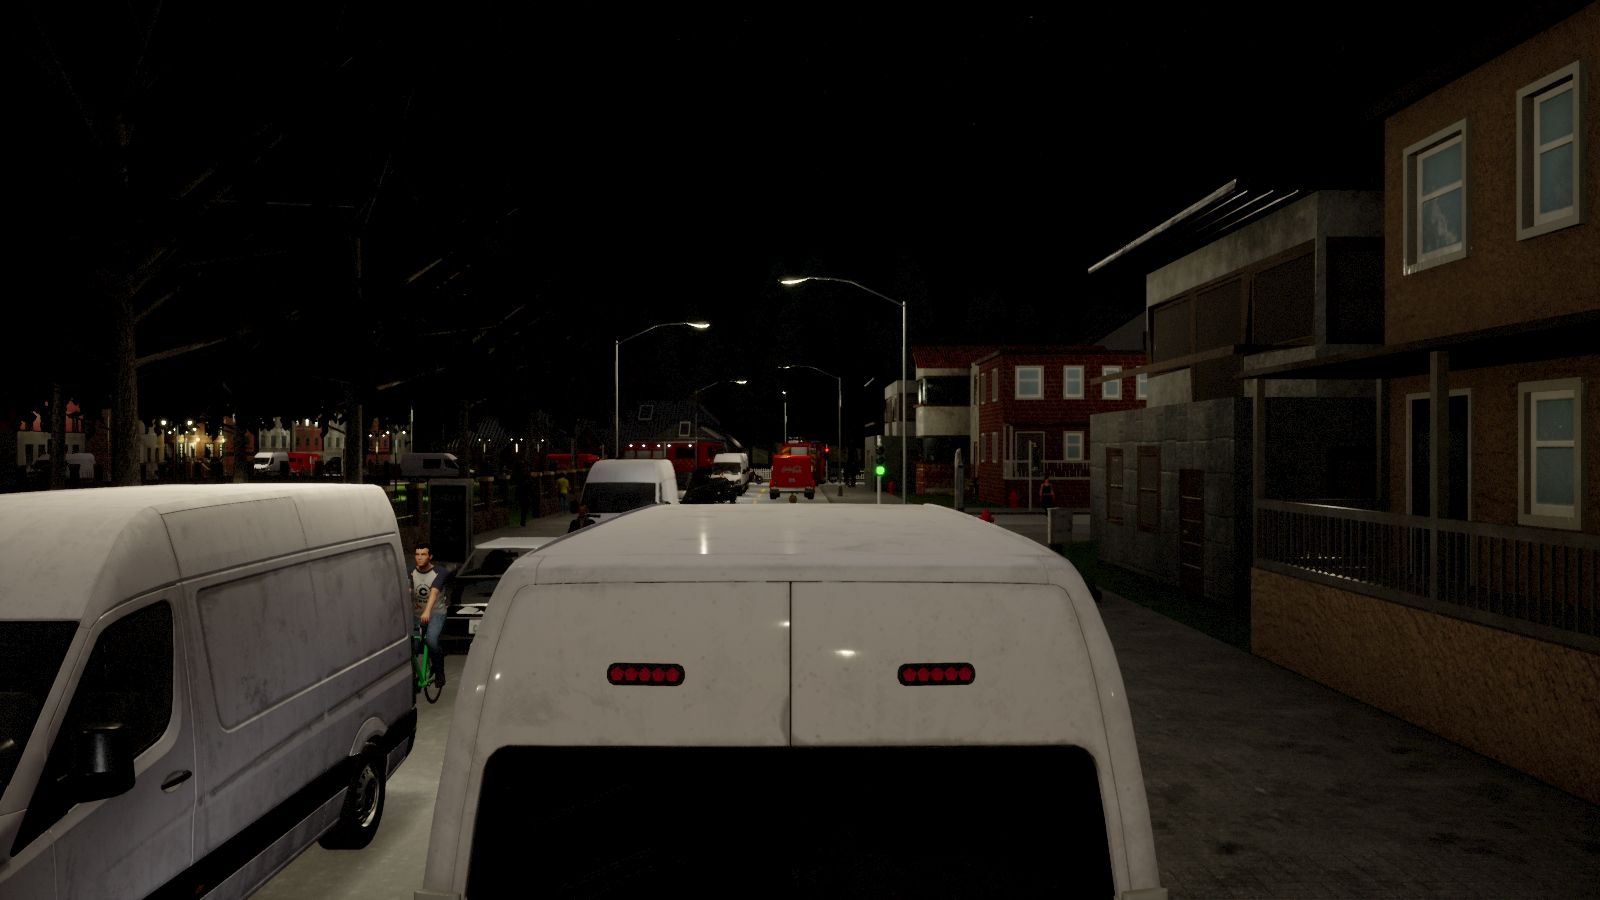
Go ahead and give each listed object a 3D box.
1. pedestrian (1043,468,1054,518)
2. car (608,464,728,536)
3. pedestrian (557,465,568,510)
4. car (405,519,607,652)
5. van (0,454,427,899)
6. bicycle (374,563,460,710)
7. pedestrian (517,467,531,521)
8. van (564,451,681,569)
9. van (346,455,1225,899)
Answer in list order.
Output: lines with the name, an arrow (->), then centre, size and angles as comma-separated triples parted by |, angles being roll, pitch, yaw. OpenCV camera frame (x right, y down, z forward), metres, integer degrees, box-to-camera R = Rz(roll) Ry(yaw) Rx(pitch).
pedestrian -> 9.353, 1.629, 43.042 | 0.375, 1.860, 0.375 | 0, 0, 8
car -> -4.160, 1.534, 37.444 | 2.390, 2.098, 6.274 | 0, 0, 8
pedestrian -> -9.673, 1.526, 46.588 | 0.375, 1.860, 0.375 | 0, 0, 0
car -> -4.090, 1.845, 16.538 | 1.970, 1.475, 3.806 | 0, 0, 0
van -> -4.032, 1.314, 6.374 | 1.988, 2.561, 5.915 | 0, 0, 0
bicycle -> -4.053, 1.936, 12.189 | 0.373, 1.296, 1.643 | 0, 0, 0
pedestrian -> -9.556, 1.525, 39.559 | 0.375, 1.860, 0.375 | 0, 0, 4
van -> -4.183, 1.314, 27.917 | 1.988, 2.561, 5.915 | 0, 0, 0
van -> -0.041, 1.314, 5.541 | 1.988, 2.561, 5.915 | 0, 0, 0
